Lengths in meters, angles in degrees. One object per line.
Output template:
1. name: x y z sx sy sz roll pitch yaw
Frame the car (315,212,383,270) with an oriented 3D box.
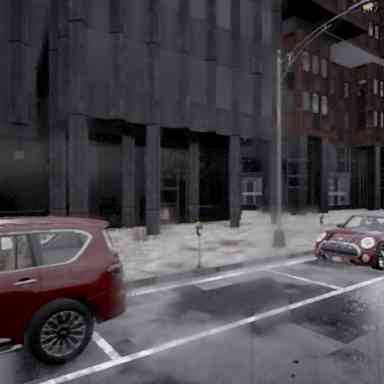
1. car: 5.832 1.413 10.805 4.097 1.590 1.967 0 0 -35

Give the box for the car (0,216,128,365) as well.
1. car: -3.303 1.316 4.290 5.009 1.841 2.192 0 0 -35
